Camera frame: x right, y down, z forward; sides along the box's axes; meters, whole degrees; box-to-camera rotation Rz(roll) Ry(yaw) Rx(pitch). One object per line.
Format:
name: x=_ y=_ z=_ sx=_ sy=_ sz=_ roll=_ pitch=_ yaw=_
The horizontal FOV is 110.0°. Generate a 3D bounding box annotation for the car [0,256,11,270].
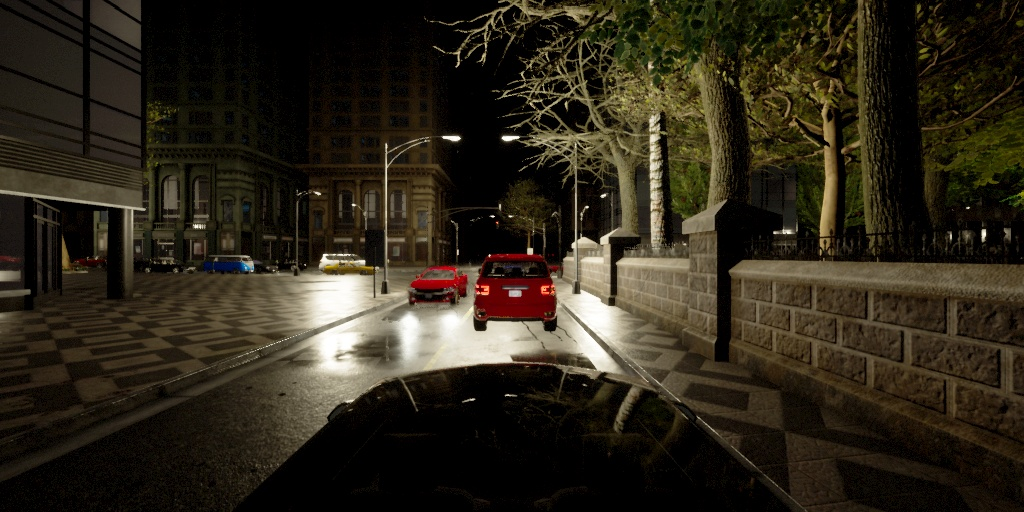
car: x=-48.827 y=0.742 z=33.577 sx=4.403 sy=1.370 sz=2.007 roll=0 pitch=0 yaw=0

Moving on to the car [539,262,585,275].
car: x=5.411 y=1.383 z=39.125 sx=4.718 sy=1.301 sz=1.895 roll=1 pitch=0 yaw=0

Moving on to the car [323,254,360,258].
car: x=-16.372 y=0.830 z=36.053 sx=5.566 sy=2.045 sz=2.150 roll=1 pitch=0 yaw=1

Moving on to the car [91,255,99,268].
car: x=-48.784 y=0.630 z=42.103 sx=4.097 sy=1.591 sz=1.967 roll=0 pitch=0 yaw=0

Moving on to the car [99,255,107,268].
car: x=-37.816 y=0.841 z=36.193 sx=4.902 sy=1.511 sz=2.128 roll=1 pitch=0 yaw=1

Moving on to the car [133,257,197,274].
car: x=-31.970 y=0.980 z=33.479 sx=4.403 sy=1.370 sz=2.007 roll=0 pitch=0 yaw=0

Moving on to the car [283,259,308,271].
car: x=-26.312 y=1.065 z=41.972 sx=4.313 sy=1.339 sz=1.948 roll=0 pitch=0 yaw=0

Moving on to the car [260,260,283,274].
car: x=-26.606 y=1.043 z=36.114 sx=5.357 sy=1.411 sz=2.033 roll=1 pitch=0 yaw=1

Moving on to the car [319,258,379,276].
car: x=-14.941 y=1.146 z=33.380 sx=4.829 sy=1.417 sz=1.751 roll=0 pitch=0 yaw=0

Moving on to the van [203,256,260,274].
van: x=-26.352 y=0.840 z=33.446 sx=3.998 sy=1.789 sz=1.690 roll=0 pitch=0 yaw=0

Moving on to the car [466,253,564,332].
car: x=0.099 y=0.971 z=11.067 sx=2.150 sy=2.045 sz=5.566 roll=0 pitch=0 yaw=0

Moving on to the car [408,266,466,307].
car: x=-3.074 y=1.227 z=15.796 sx=1.882 sy=1.535 sz=5.008 roll=0 pitch=0 yaw=0

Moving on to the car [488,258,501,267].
car: x=-3.061 y=1.155 z=64.092 sx=2.033 sy=1.411 sz=5.357 roll=0 pitch=0 yaw=0

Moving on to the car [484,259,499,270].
car: x=-3.119 y=1.221 z=54.058 sx=2.033 sy=1.411 sz=5.357 roll=0 pitch=0 yaw=-4

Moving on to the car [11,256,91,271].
car: x=-43.040 y=0.799 z=33.544 sx=4.829 sy=1.417 sz=1.751 roll=0 pitch=0 yaw=0
